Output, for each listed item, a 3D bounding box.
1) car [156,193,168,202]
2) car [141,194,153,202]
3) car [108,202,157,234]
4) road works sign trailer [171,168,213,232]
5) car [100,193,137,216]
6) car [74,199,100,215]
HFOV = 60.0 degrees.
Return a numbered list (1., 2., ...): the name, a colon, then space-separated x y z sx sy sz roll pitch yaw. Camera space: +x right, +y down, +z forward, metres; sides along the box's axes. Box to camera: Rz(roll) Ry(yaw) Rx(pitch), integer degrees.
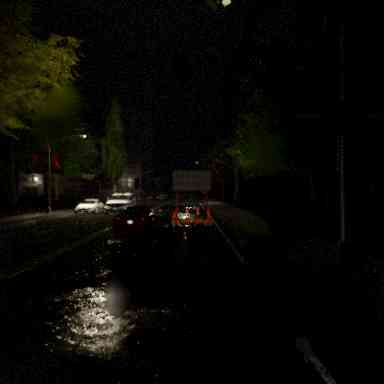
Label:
1. car: -6.500 1.142 72.696 2.150 2.045 5.566 0 0 0
2. car: -9.750 1.272 72.756 2.097 1.767 4.553 0 0 0
3. car: -3.151 1.498 18.933 1.994 1.385 4.181 0 0 0
4. road works sign trailer: 0.000 0.397 19.493 2.380 3.560 2.880 0 0 0
5. car: -6.598 1.126 31.323 2.150 2.045 5.566 0 0 0
6. car: -9.846 1.429 32.449 1.812 1.442 4.674 0 0 0
